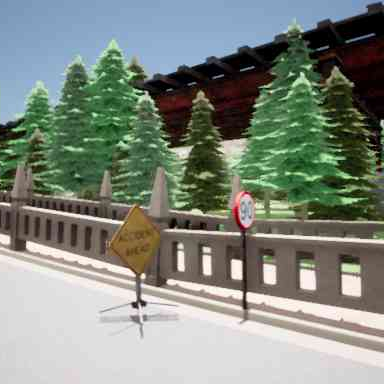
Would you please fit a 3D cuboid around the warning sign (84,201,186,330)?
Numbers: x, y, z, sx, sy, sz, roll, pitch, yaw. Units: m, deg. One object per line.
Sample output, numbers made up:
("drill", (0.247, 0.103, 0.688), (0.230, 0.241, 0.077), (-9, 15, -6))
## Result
("warning sign", (-0.961, 1.126, 5.801), (1.060, 1.860, 1.300), (-2, 1, 35))
